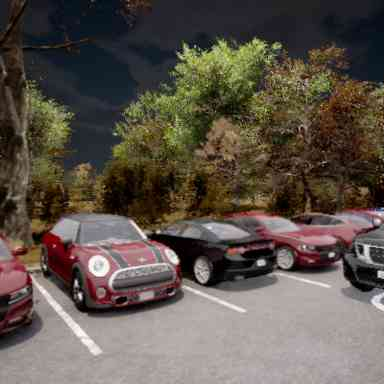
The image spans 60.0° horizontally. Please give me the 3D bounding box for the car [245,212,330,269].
[{"bbox_3d":[2.465,1.488,11.346,2.097,1.535,5.008,0,0,-35],"label":"car"}]

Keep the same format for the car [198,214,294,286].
[{"bbox_3d":[0.172,1.485,9.699,2.097,1.535,5.008,0,0,-35],"label":"car"}]

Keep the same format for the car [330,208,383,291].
[{"bbox_3d":[5.928,1.230,7.906,5.566,2.045,2.150,0,0,-35],"label":"car"}]

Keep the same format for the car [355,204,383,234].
[{"bbox_3d":[11.769,1.500,17.968,2.231,1.521,4.892,0,0,-36],"label":"car"}]

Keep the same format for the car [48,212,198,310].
[{"bbox_3d":[-2.148,1.357,8.089,2.185,1.767,4.553,0,0,-35],"label":"car"}]

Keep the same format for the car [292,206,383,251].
[{"bbox_3d":[7.170,1.494,14.689,2.097,1.535,5.008,0,0,-36],"label":"car"}]

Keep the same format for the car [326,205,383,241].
[{"bbox_3d":[9.470,1.496,16.328,2.097,1.535,5.008,0,0,-35],"label":"car"}]

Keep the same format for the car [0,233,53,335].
[{"bbox_3d":[-4.433,1.480,6.429,2.097,1.535,5.008,0,0,-35],"label":"car"}]
